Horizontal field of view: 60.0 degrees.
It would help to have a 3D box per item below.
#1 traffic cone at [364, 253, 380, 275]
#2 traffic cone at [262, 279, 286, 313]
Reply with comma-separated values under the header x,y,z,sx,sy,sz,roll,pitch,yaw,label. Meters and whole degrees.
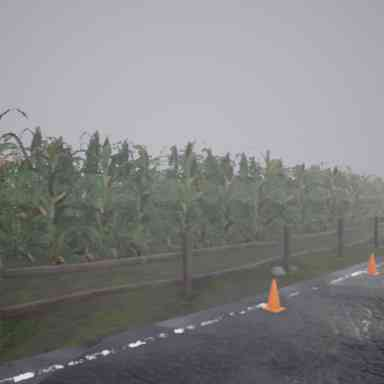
x,y,z,sx,sy,sz,roll,pitch,yaw,label
5.334,2.105,9.843,0.340,0.580,0.340,1,-1,-42,traffic cone
1.643,2.040,6.652,0.340,0.580,0.340,1,-1,-39,traffic cone
